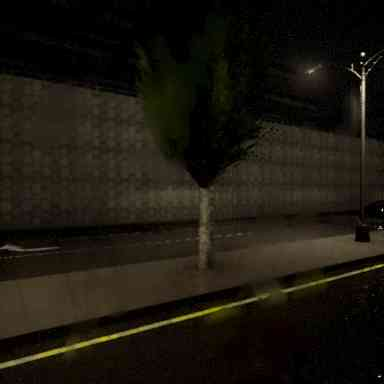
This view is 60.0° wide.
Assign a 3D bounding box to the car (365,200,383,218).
[{"bbox_3d":[17.720,1.500,30.735,5.008,1.535,1.882,0,0,-35],"label":"car"}]
